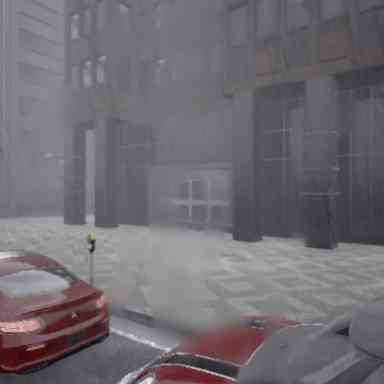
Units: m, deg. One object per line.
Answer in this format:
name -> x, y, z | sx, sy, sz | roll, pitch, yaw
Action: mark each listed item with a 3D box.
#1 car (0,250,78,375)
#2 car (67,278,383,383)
car -> -3.052, 1.579, 5.139 | 4.206, 1.307, 1.802 | 0, 0, 36
car -> 1.364, 1.440, 1.988 | 4.097, 1.590, 1.967 | 0, 0, 36
